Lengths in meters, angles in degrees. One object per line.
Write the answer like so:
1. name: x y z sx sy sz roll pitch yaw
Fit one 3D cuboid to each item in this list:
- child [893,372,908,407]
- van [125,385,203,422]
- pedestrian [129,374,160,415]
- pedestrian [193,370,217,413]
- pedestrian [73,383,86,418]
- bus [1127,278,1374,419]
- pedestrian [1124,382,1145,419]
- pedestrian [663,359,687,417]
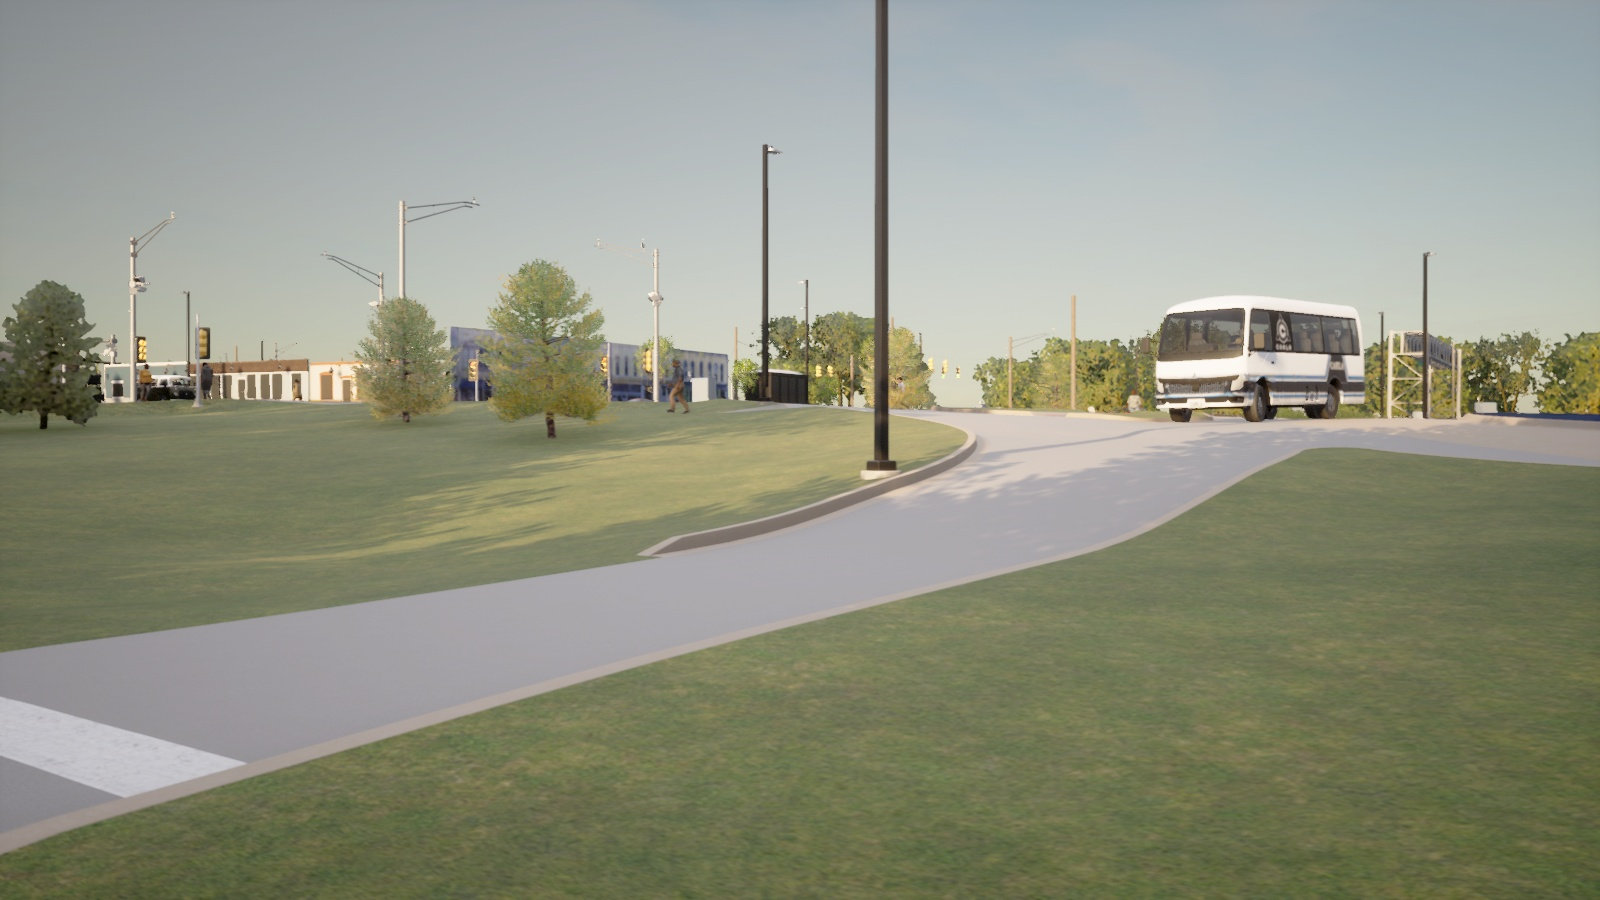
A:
1. child: 3.577 -2.147 44.637 0.437 1.263 0.270 -1 0 -30
2. van: -37.429 -2.691 73.885 4.480 2.038 2.069 0 1 33
3. pedestrian: -31.177 -2.629 59.741 0.900 1.855 0.874 -1 0 24
4. pedestrian: -27.741 -2.719 58.540 0.873 1.952 0.659 -1 0 37
5. pedestrian: -38.623 -2.639 67.347 0.720 1.854 0.376 -1 0 43
6. bus: 15.957 -3.427 43.889 10.273 4.253 3.944 -4 2 -45
7. pedestrian: 17.185 -2.540 64.535 0.874 1.855 0.900 -1 0 26
8. pedestrian: -4.087 -2.028 41.140 0.694 1.848 0.540 -1 0 1
